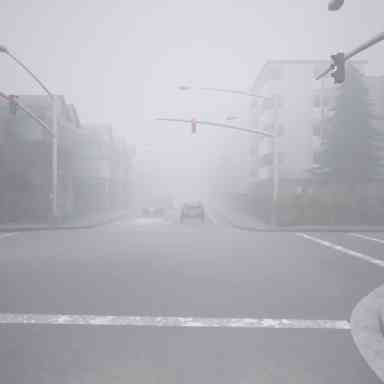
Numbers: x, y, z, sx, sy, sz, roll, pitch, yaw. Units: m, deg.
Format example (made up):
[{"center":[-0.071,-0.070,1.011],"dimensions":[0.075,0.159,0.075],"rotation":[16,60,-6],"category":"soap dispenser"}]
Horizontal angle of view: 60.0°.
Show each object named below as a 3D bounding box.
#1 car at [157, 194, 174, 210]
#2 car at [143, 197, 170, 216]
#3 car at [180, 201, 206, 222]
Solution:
[{"center":[-3.566,1.221,42.900],"dimensions":[2.150,2.045,5.566],"rotation":[0,0,0],"category":"car"},{"center":[-3.589,1.491,32.324],"dimensions":[2.128,1.511,4.902],"rotation":[0,0,0],"category":"car"},{"center":[0.062,1.491,26.630],"dimensions":[2.128,1.511,4.902],"rotation":[0,0,1],"category":"car"}]
